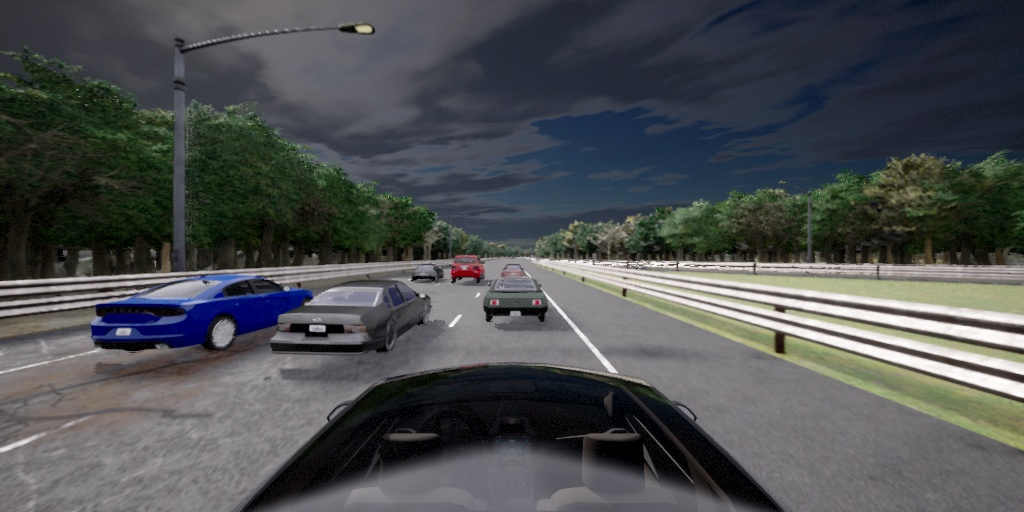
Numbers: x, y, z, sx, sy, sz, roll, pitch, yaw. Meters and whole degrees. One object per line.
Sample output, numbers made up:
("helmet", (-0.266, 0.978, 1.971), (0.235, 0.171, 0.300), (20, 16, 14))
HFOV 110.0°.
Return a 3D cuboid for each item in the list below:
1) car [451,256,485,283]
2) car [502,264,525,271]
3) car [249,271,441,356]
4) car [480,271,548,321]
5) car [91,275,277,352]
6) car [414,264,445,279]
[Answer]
("car", (-3.385, 0.991, 28.240), (2.150, 2.045, 5.566), (0, 0, 0))
("car", (0.113, 1.335, 29.660), (1.994, 1.385, 4.181), (0, 0, 0))
("car", (-3.385, 1.287, 8.746), (2.033, 1.411, 5.357), (1, 0, 0))
("car", (0.107, 1.355, 12.419), (1.895, 1.301, 4.718), (0, 0, 0))
("car", (-6.900, 1.198, 8.846), (1.882, 1.535, 5.008), (0, 0, 0))
("car", (-6.886, 1.336, 29.704), (1.994, 1.385, 4.181), (0, 0, 0))
